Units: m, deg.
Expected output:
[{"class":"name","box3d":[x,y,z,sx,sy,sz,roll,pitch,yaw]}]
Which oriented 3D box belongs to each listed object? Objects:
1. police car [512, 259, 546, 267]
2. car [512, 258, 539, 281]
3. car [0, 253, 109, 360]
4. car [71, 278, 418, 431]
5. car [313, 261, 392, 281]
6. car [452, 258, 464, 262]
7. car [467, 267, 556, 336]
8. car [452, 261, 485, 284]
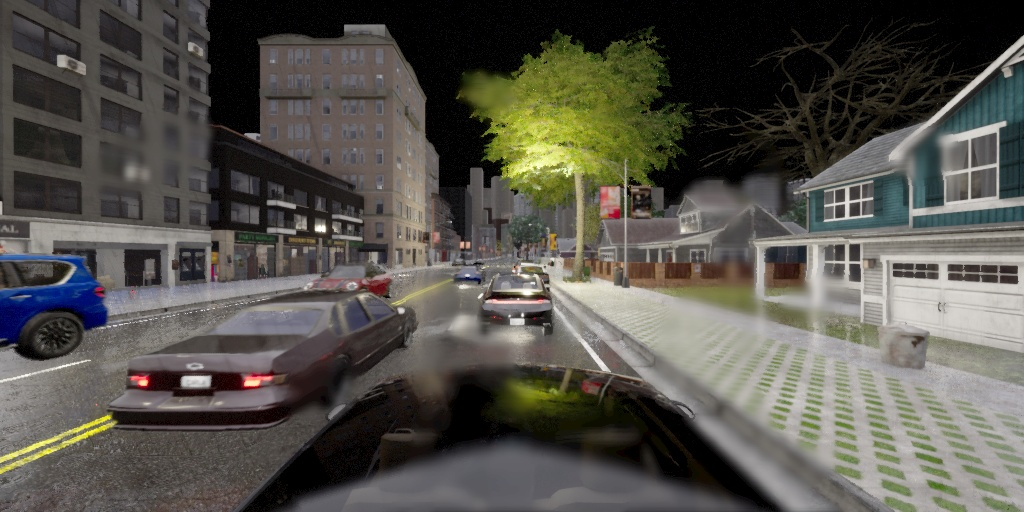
[{"class":"police car","box3d":[1.053,1.165,20.597,1.930,1.638,5.238,0,0,0]},{"class":"car","box3d":[1.094,1.082,30.457,2.097,1.767,4.553,0,0,0]},{"class":"car","box3d":[-9.834,0.971,5.392,2.150,2.045,5.566,0,0,0]},{"class":"car","box3d":[-3.131,1.296,6.068,2.033,1.411,5.357,0,0,0]},{"class":"car","box3d":[-6.545,1.096,14.796,2.097,1.767,4.553,0,0,0]},{"class":"car","box3d":[-9.528,1.176,64.141,1.882,1.535,5.008,0,0,1]},{"class":"car","box3d":[0.134,1.239,10.348,2.128,1.511,4.902,0,0,0]},{"class":"car","box3d":[-3.048,1.298,26.862,1.994,1.385,4.181,0,0,1]}]
